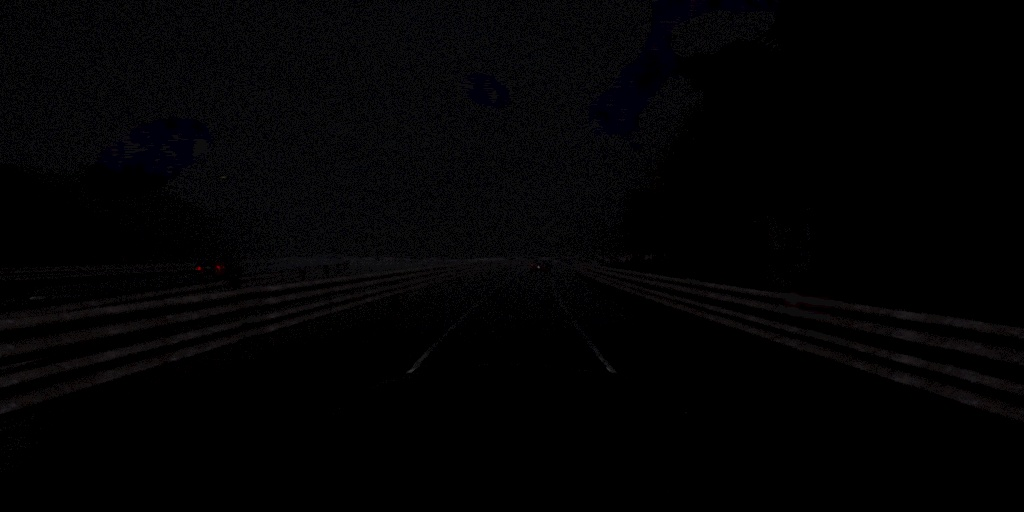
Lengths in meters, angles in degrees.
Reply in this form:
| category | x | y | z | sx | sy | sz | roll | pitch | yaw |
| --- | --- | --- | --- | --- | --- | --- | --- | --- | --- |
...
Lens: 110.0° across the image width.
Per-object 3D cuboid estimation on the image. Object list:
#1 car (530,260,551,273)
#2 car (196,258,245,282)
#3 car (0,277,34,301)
| category | x | y | z | sx | sy | sz | roll | pitch | yaw |
| --- | --- | --- | --- | --- | --- | --- | --- | --- | --- |
| car | 3.350 | 1.167 | 41.411 | 1.994 | 1.385 | 4.181 | 1 | 0 | 13 |
| car | -26.221 | 1.190 | 32.405 | 2.150 | 2.045 | 5.566 | 0 | 0 | -21 |
| car | -23.811 | 1.453 | 15.679 | 1.994 | 1.385 | 4.181 | 0 | 0 | -20 |
